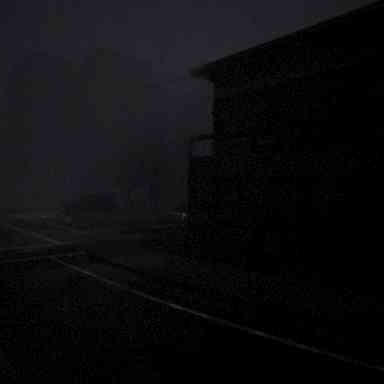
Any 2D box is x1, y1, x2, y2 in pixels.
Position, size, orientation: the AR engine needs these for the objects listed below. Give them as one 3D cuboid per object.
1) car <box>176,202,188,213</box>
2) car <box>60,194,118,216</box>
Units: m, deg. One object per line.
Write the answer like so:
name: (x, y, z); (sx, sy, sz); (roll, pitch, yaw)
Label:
car: (0.152, 1.870, 42.705); (4.892, 1.490, 1.837); (2, 0, -43)
car: (-10.092, 1.236, 32.966); (5.566, 2.045, 2.150); (1, 0, -44)
